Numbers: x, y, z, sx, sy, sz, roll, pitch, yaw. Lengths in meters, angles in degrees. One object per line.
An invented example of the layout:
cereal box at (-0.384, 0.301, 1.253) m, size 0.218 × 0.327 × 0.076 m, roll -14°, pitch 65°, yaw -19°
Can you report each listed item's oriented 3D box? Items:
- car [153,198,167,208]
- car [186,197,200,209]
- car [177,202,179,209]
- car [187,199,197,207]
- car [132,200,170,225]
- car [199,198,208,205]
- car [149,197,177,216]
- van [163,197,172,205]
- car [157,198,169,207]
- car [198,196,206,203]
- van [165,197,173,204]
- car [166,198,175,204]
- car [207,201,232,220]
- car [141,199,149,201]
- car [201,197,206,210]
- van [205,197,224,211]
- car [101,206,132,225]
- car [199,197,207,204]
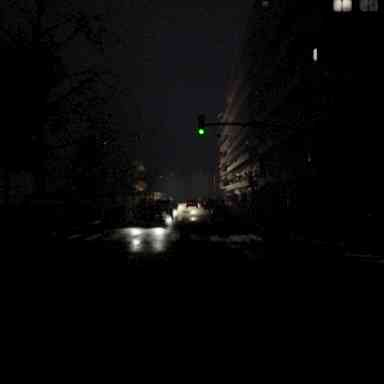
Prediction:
car at (-5.670, 1.939, 59.454) m, size 1.967 × 1.590 × 4.097 m, roll 0°, pitch -1°, yaw 0°
car at (0.016, 1.961, 54.767) m, size 1.837 × 1.490 × 4.892 m, roll 0°, pitch -1°, yaw 0°
car at (-3.032, 1.903, 49.842) m, size 2.128 × 1.511 × 4.902 m, roll 0°, pitch 0°, yaw 0°
car at (0.020, 2.112, 64.803) m, size 1.994 × 1.385 × 4.181 m, roll 0°, pitch -1°, yaw 0°
car at (-3.081, 1.684, 25.932) m, size 1.882 × 1.535 × 5.008 m, roll 0°, pitch 0°, yaw 0°
car at (2.714, 2.201, 76.339) m, size 1.887 × 1.381 × 4.507 m, roll 0°, pitch -1°, yaw 0°
car at (-3.070, 1.642, 35.899) m, size 2.097 × 1.767 × 4.553 m, roll 0°, pitch 0°, yaw 0°
van at (-5.666, 1.998, 76.344) m, size 1.690 × 1.788 × 3.998 m, roll 0°, pitch -1°, yaw 0°
car at (-5.668, 1.990, 65.083) m, size 1.967 × 1.590 × 4.097 m, roll 0°, pitch -1°, yaw 0°
car at (2.719, 2.140, 93.230) m, size 2.192 × 1.841 × 5.009 m, roll 0°, pitch -1°, yaw 0°
van at (-5.664, 2.053, 81.972) m, size 1.690 × 1.788 × 3.998 m, roll 0°, pitch -1°, yaw 0°
car at (-5.663, 2.318, 87.600) m, size 2.008 × 1.369 × 4.403 m, roll 0°, pitch -1°, yaw 0°
car at (2.702, 1.796, 31.299) m, size 1.887 × 1.381 × 4.507 m, roll 0°, pitch 0°, yaw 0°
car at (-5.676, 1.823, 36.763) m, size 1.752 × 1.417 × 4.829 m, roll 0°, pitch 0°, yaw 0°
car at (2.707, 1.837, 48.191) m, size 1.967 × 1.590 × 4.097 m, roll 0°, pitch -1°, yaw 0°
van at (2.704, 1.640, 36.932) m, size 1.690 × 1.788 × 3.998 m, roll 0°, pitch 0°, yaw 0°
car at (-5.680, 1.770, 25.672) m, size 1.947 × 1.339 × 4.313 m, roll 0°, pitch 0°, yaw 0°
car at (2.716, 2.152, 81.969) m, size 1.967 × 1.590 × 4.097 m, roll 0°, pitch -1°, yaw 0°
